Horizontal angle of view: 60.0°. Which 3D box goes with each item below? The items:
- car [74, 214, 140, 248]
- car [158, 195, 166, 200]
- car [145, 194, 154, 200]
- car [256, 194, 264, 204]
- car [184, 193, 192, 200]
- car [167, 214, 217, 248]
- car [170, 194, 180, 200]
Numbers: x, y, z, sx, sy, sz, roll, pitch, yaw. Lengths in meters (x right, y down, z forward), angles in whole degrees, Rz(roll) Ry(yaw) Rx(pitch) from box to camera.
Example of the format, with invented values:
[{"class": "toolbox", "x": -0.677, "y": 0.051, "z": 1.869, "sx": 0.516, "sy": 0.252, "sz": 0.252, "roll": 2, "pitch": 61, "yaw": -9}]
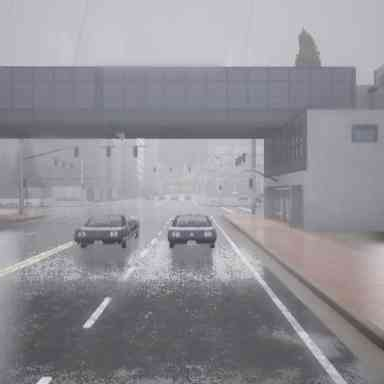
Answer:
[{"class": "car", "x": -3.500, "y": 1.614, "z": 14.680, "sx": 1.895, "sy": 1.301, "sz": 4.718, "roll": 0, "pitch": 0, "yaw": 0}, {"class": "car", "x": -8.118, "y": 1.532, "z": 91.179, "sx": 2.033, "sy": 1.411, "sz": 5.357, "roll": 0, "pitch": 0, "yaw": 0}, {"class": "car", "x": -11.619, "y": 1.348, "z": 91.185, "sx": 2.097, "sy": 1.767, "sz": 4.553, "roll": 0, "pitch": 0, "yaw": 0}, {"class": "car", "x": 13.132, "y": 1.151, "z": 61.628, "sx": 1.932, "sy": 1.855, "sz": 4.605, "roll": 0, "pitch": 0, "yaw": 0}, {"class": "car", "x": -1.087, "y": 1.470, "z": 86.629, "sx": 1.895, "sy": 1.301, "sz": 4.718, "roll": 0, "pitch": 0, "yaw": 0}, {"class": "car", "x": 0.000, "y": 1.614, "z": 14.680, "sx": 1.895, "sy": 1.301, "sz": 4.718, "roll": 0, "pitch": 0, "yaw": 0}, {"class": "car", "x": -4.589, "y": 1.440, "z": 86.890, "sx": 1.994, "sy": 1.385, "sz": 4.181, "roll": 0, "pitch": 0, "yaw": 0}]
